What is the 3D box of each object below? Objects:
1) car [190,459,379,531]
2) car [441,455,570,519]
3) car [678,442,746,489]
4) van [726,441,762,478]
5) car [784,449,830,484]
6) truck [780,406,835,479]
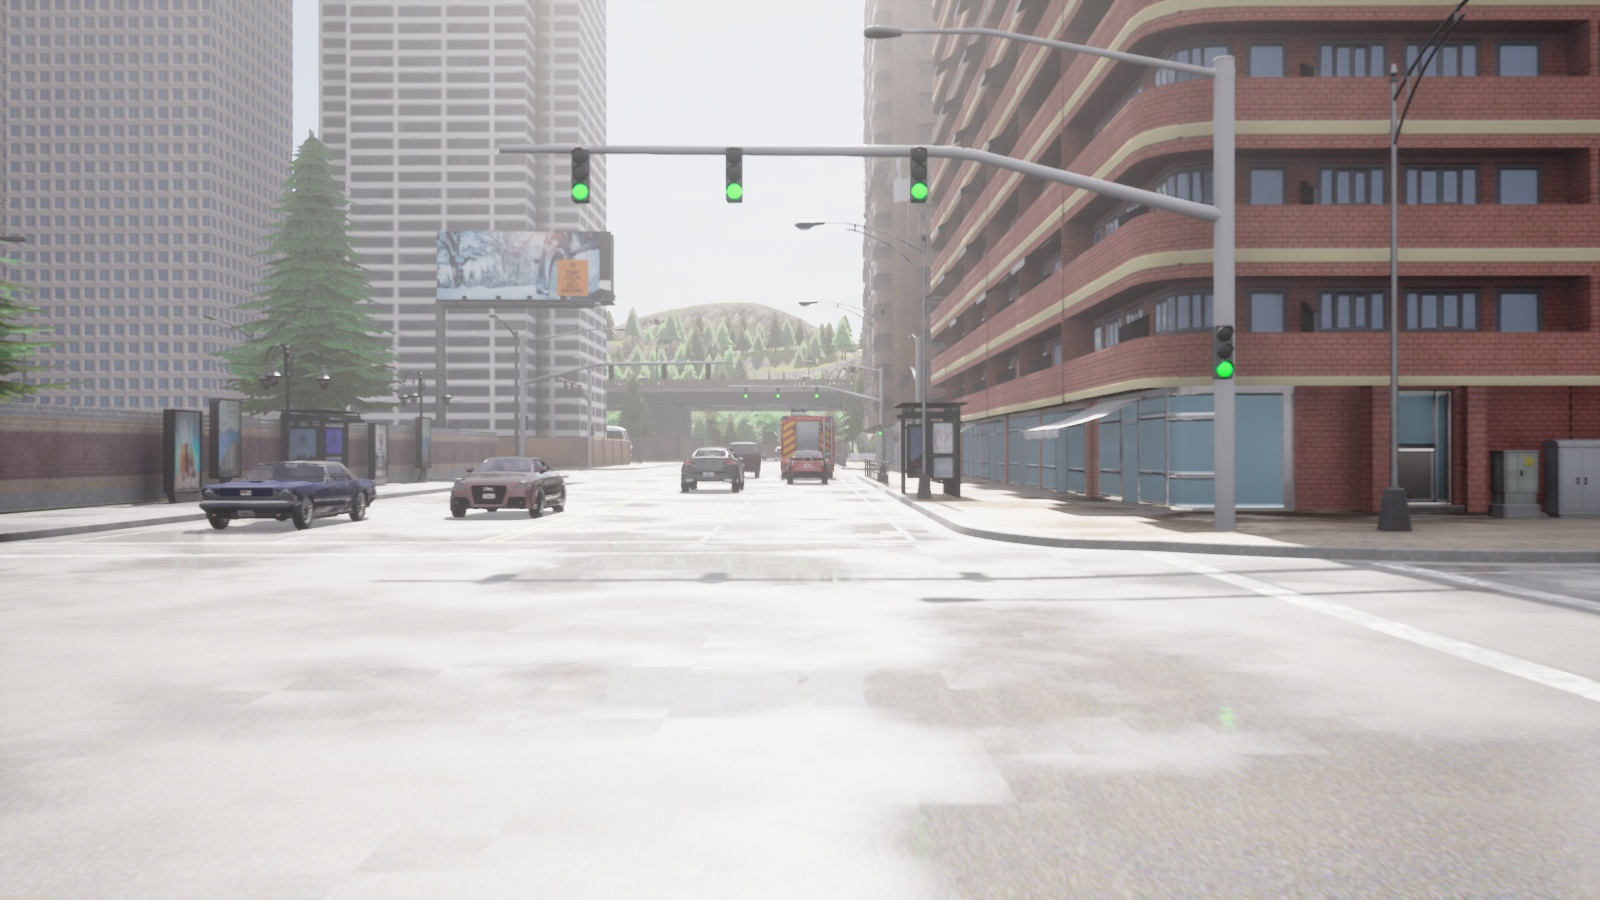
[{"bbox_3d":[-10.341,0.858,25.613,1.895,1.301,4.718,0,0,0],"label":"car"},{"bbox_3d":[-6.812,0.824,29.527,1.994,1.385,4.181,0,0,1],"label":"car"},{"bbox_3d":[-3.222,0.542,46.766,2.152,1.651,5.027,0,0,0],"label":"car"},{"bbox_3d":[-3.092,0.519,69.881,1.775,1.987,4.442,0,0,0],"label":"van"},{"bbox_3d":[0.335,0.713,56.886,2.007,1.525,4.514,0,0,0],"label":"car"},{"bbox_3d":[0.326,-0.396,70.185,2.891,3.827,8.468,0,0,-1],"label":"truck"}]
